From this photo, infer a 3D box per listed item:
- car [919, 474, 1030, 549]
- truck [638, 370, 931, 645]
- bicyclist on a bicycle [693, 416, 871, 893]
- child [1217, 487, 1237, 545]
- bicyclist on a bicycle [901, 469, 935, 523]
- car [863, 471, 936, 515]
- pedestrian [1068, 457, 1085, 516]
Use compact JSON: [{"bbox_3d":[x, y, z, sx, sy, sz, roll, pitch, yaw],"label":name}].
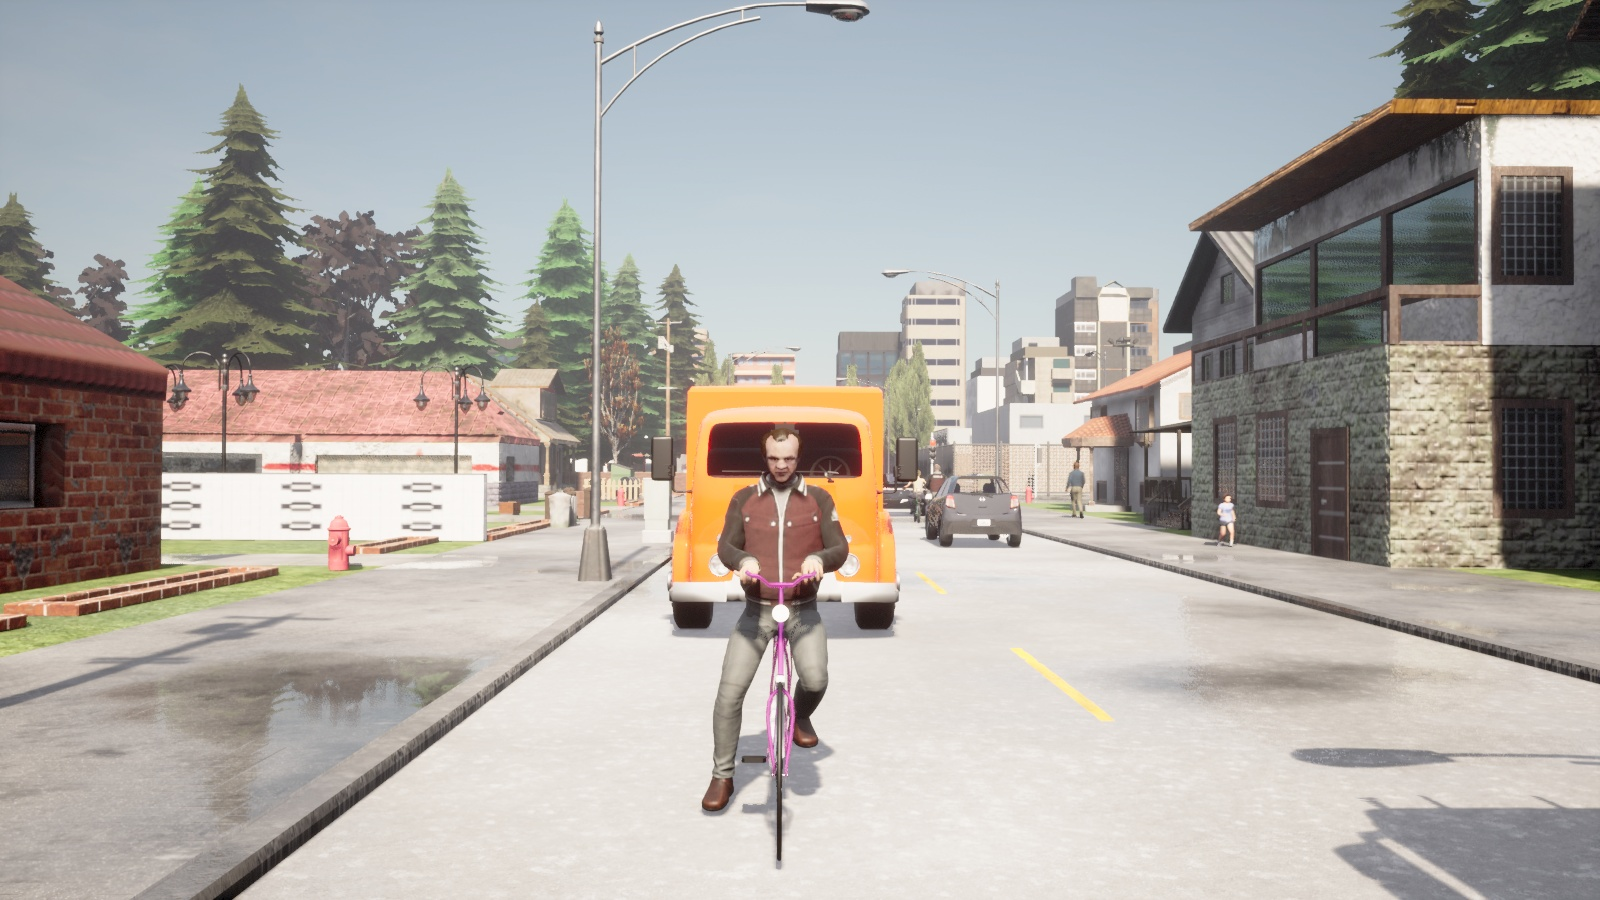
[{"bbox_3d":[3.697,1.269,27.173,1.845,1.501,3.633,0,-1,-1],"label":"car"},{"bbox_3d":[-0.168,0.562,13.922,2.627,2.467,5.204,0,-1,-1],"label":"truck"},{"bbox_3d":[-0.079,0.780,5.614,0.659,1.776,1.843,0,-1,-1],"label":"bicyclist on a bicycle"},{"bbox_3d":[8.350,1.283,24.571,0.255,1.110,0.394,0,-1,0],"label":"child"},{"bbox_3d":[3.580,1.378,38.293,0.866,1.612,1.509,0,-1,-1],"label":"bicyclist on a bicycle"},{"bbox_3d":[3.519,1.516,45.323,2.128,1.511,4.902,0,-1,-1],"label":"car"},{"bbox_3d":[8.790,1.158,39.946,0.370,1.835,0.726,0,-1,-1],"label":"pedestrian"}]
